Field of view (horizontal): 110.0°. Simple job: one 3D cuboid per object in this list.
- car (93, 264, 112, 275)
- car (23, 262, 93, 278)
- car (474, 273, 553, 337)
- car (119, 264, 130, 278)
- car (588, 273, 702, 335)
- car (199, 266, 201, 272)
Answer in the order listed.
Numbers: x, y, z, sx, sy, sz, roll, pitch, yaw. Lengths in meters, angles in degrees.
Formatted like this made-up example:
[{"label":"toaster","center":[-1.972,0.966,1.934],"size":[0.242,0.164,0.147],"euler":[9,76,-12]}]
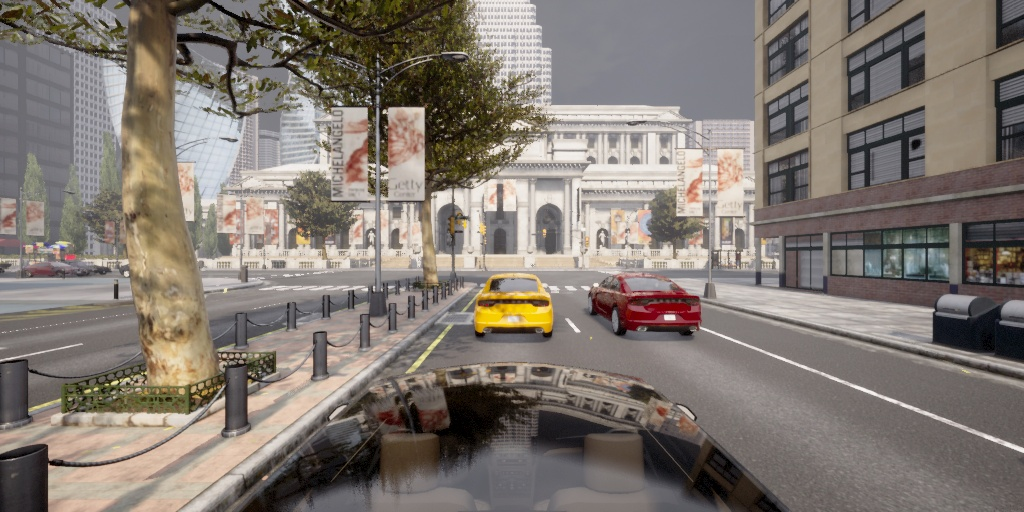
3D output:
[{"label":"car","center":[-45.304,1.297,37.460],"size":[5.357,1.411,2.033],"euler":[0,0,0]},{"label":"car","center":[-43.381,1.276,33.967],"size":[4.674,1.442,1.812],"euler":[0,0,-1]},{"label":"car","center":[0.055,1.228,10.338],"size":[1.882,1.535,5.008],"euler":[0,0,0]},{"label":"car","center":[-34.182,1.255,34.000],"size":[4.892,1.490,1.837],"euler":[0,0,0]},{"label":"car","center":[3.557,1.228,10.517],"size":[1.882,1.535,5.008],"euler":[0,0,0]},{"label":"car","center":[-35.480,1.228,37.499],"size":[5.008,1.535,1.882],"euler":[0,0,0]}]
